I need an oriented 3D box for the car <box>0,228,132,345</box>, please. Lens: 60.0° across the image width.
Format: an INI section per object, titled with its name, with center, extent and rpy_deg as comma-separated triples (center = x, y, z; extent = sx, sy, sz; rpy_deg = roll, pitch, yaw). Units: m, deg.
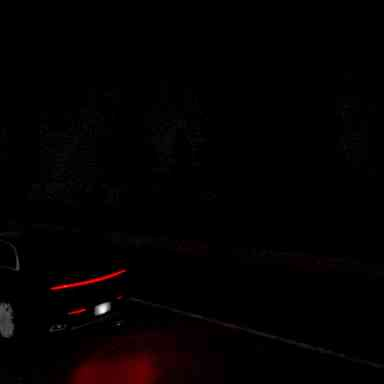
[car]
center = -3.291, 1.466, 6.354
extent = 4.892, 1.490, 1.837
rpy_deg = 0, 0, 36
